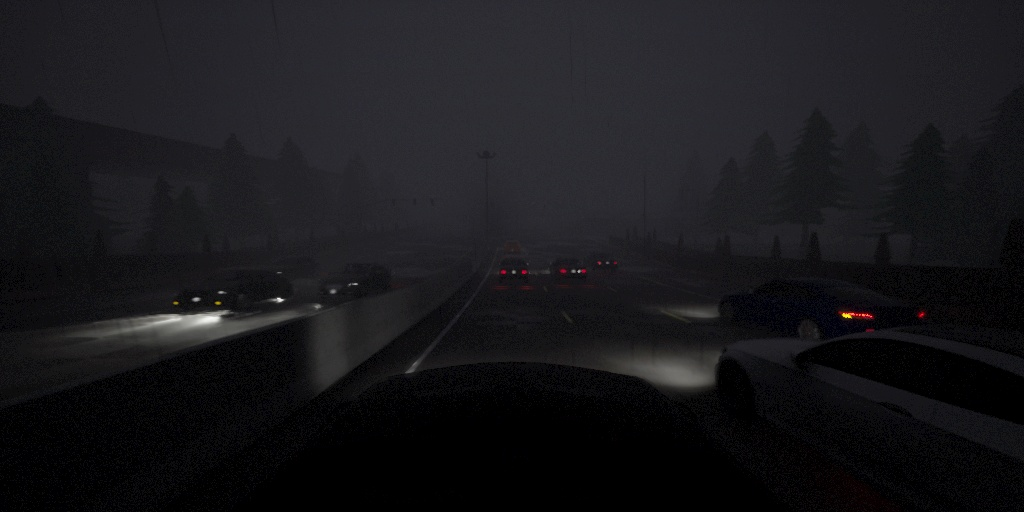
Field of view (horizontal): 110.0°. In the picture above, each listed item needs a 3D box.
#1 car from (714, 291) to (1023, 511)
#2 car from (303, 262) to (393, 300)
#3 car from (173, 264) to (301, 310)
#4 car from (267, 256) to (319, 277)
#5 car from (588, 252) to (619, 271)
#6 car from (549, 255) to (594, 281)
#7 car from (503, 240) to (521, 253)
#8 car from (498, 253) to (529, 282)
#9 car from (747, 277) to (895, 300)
[{"bbox_3d":[3.599,1.272,2.829,1.812,1.442,4.674,0,0,0],"label":"car"},{"bbox_3d":[-7.080,1.064,16.641,2.128,1.511,4.902,0,2,0],"label":"car"},{"bbox_3d":[-10.588,1.217,14.013,1.994,1.385,4.181,0,1,0],"label":"car"},{"bbox_3d":[-14.046,0.784,22.745,1.837,1.490,4.892,0,3,0],"label":"car"},{"bbox_3d":[7.091,0.342,29.137,2.033,1.411,5.357,0,5,0],"label":"car"},{"bbox_3d":[3.604,0.777,23.504,2.033,1.411,5.357,0,4,0],"label":"car"},{"bbox_3d":[0.033,-1.099,41.227,1.882,1.535,5.008,0,7,0],"label":"car"},{"bbox_3d":[0.103,0.804,23.078,2.033,1.411,5.357,0,4,0],"label":"car"},{"bbox_3d":[7.101,1.249,8.793,1.812,1.442,4.674,0,0,0],"label":"car"}]
